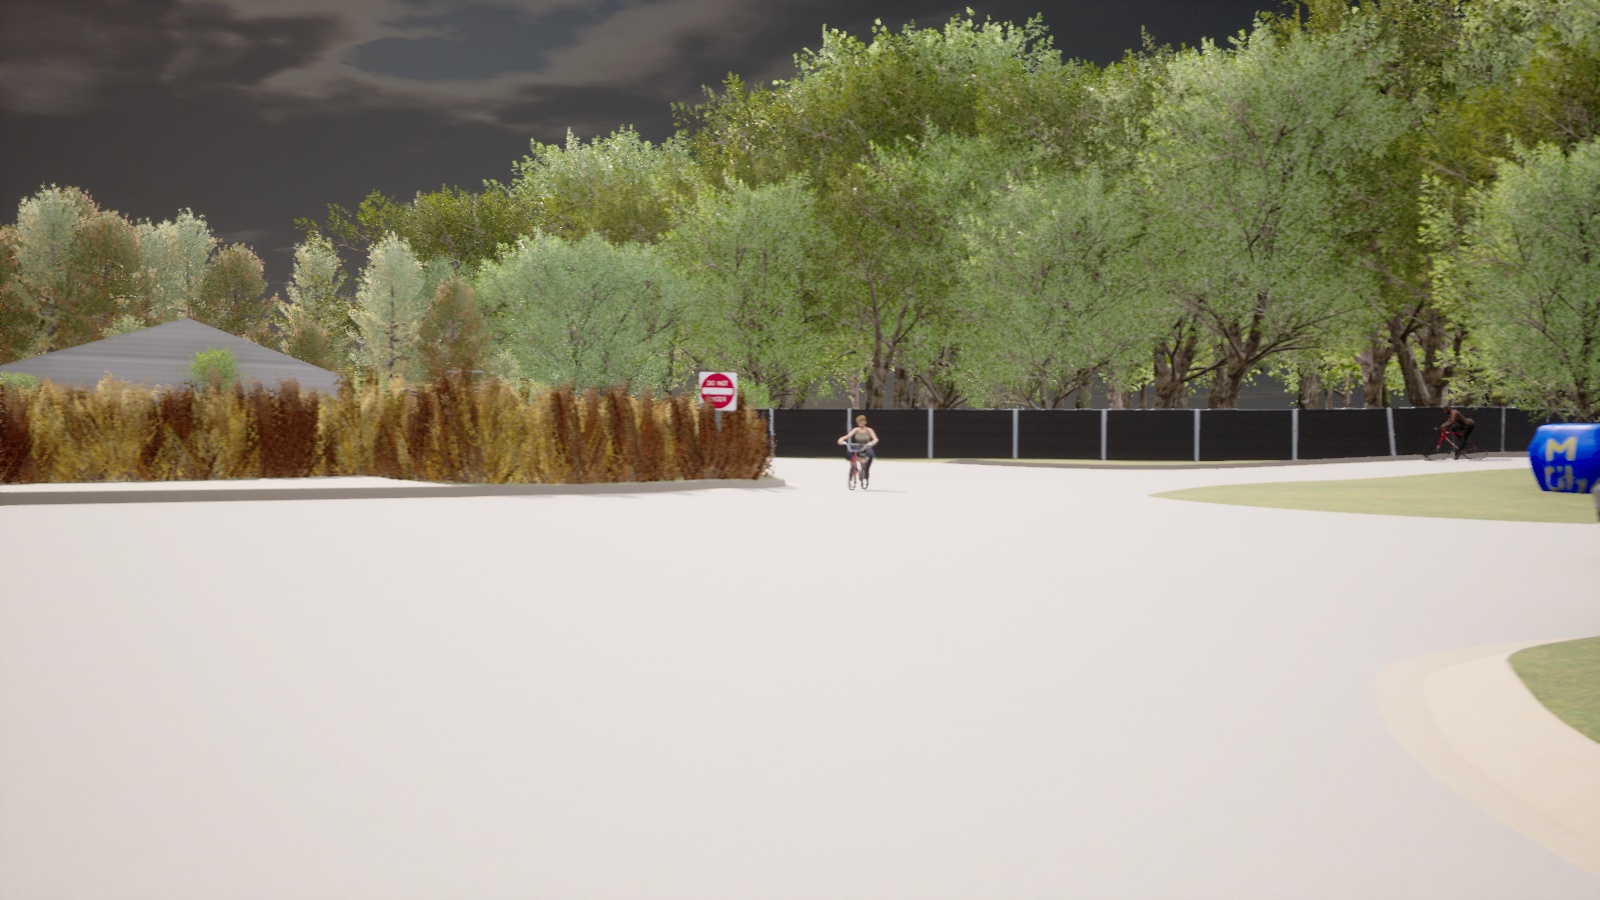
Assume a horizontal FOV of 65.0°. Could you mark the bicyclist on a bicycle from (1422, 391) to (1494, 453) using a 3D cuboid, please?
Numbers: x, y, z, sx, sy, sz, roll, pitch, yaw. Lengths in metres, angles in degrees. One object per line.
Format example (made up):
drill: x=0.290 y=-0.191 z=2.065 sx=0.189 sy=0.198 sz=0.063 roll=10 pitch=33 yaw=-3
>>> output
bicyclist on a bicycle: x=18.600 y=-0.790 z=35.514 sx=1.656 sy=1.620 sz=0.582 roll=-4 pitch=1 yaw=22

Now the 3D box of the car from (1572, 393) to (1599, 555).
car: x=9.828 y=0.143 z=11.190 sx=4.892 sy=1.490 sz=1.837 roll=-2 pitch=1 yaw=-6

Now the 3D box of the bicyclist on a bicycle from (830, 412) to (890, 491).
bicyclist on a bicycle: x=1.285 y=0.041 z=26.600 sx=0.866 sy=1.612 sz=1.509 roll=1 pitch=0 yaw=18
